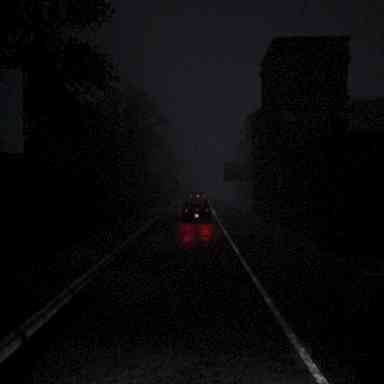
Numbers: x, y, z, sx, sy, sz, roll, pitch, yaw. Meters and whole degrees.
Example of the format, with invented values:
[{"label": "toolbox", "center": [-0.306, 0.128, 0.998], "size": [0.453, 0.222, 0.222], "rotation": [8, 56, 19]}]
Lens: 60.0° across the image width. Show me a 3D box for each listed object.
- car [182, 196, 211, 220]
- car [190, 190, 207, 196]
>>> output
[{"label": "car", "center": [0.334, 1.165, 23.221], "size": [1.895, 1.301, 4.718], "rotation": [0, 1, 1]}, {"label": "car", "center": [0.774, 0.541, 41.202], "size": [2.097, 1.767, 4.553], "rotation": [0, 1, 2]}]
